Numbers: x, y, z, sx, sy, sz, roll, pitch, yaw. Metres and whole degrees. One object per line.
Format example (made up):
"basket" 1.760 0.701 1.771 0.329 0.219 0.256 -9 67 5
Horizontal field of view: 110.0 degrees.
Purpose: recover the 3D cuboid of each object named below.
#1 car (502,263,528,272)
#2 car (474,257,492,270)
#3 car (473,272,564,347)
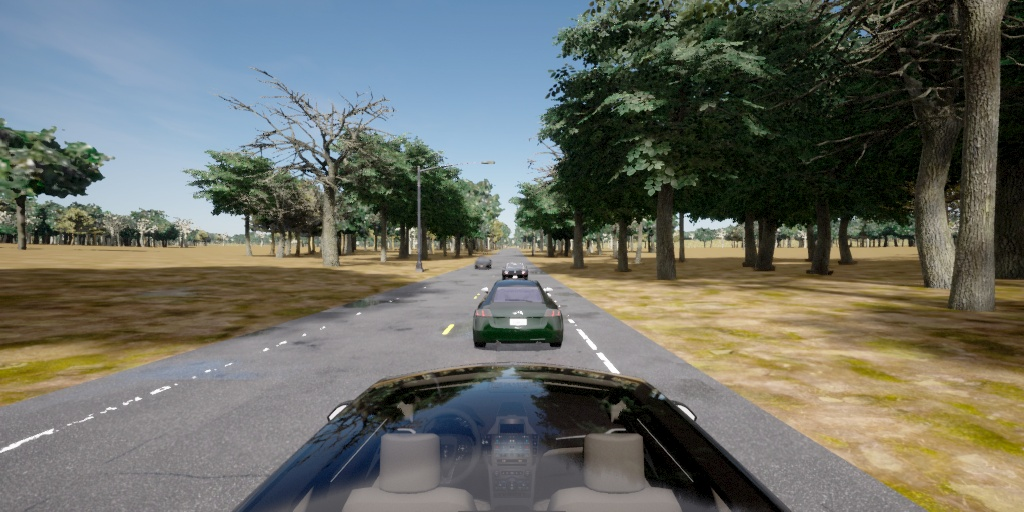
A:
"car" 0.225 1.159 27.173 1.895 1.301 4.718 0 1 0
"car" -3.391 0.854 42.780 1.882 1.535 5.008 0 1 0
"car" 0.135 1.293 9.248 1.994 1.385 4.181 0 0 0
